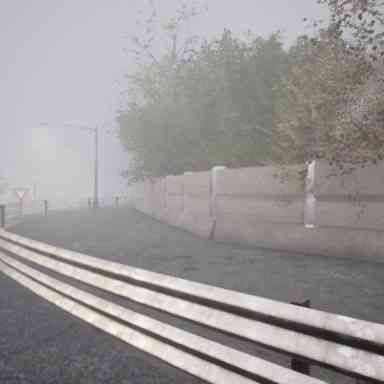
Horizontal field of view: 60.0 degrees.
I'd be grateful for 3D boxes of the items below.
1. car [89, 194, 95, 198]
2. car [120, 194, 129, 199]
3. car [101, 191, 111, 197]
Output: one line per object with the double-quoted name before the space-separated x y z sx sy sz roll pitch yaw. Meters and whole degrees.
"car" -26.684 1.142 89.391 2.033 1.411 5.357 0 0 -16
"car" -18.346 1.225 89.914 1.895 1.301 4.718 0 0 -1
"car" -23.289 0.838 90.239 2.150 2.045 5.566 0 0 -16
